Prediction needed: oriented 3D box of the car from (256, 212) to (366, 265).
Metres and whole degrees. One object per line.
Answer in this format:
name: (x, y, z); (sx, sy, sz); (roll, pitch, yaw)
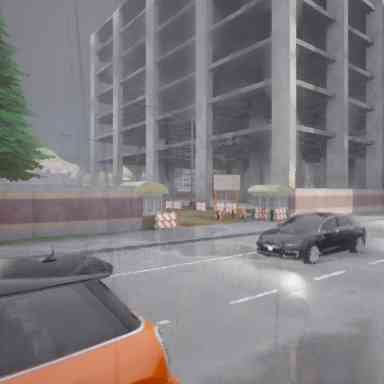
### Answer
car: (4.347, 1.506, 11.780); (4.892, 1.490, 1.837); (0, 0, -38)

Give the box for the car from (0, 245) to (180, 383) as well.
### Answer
car: (-2.300, 1.352, 1.995); (4.553, 1.767, 2.097); (0, 0, -41)
